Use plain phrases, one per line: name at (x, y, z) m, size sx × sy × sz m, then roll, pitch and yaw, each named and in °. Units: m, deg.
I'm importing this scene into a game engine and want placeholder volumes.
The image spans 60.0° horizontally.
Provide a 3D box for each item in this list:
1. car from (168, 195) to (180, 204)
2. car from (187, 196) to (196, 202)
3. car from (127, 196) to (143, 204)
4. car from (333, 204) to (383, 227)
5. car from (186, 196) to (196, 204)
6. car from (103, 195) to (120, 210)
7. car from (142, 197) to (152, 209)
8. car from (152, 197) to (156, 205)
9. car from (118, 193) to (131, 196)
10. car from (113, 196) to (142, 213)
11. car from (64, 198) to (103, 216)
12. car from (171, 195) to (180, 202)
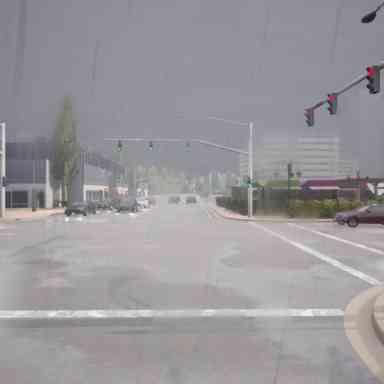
car at (-3.645, 1.547, 64.507) m, size 2.033 × 1.411 × 5.357 m, roll 0°, pitch 0°, yaw 0°
car at (-0.168, 1.468, 74.820) m, size 1.895 × 1.301 × 4.718 m, roll 0°, pitch 0°, yaw 0°
car at (-10.691, 1.547, 62.766) m, size 2.033 × 1.411 × 5.357 m, roll 0°, pitch 0°, yaw 1°
car at (11.757, 1.526, 21.874) m, size 4.674 × 1.442 × 1.812 m, roll 0°, pitch 0°, yaw 1°
car at (-0.145, 1.491, 64.515) m, size 2.128 × 1.511 × 4.902 m, roll 0°, pitch 0°, yaw 0°
car at (-10.693, 1.505, 42.083) m, size 1.837 × 1.490 × 4.892 m, roll 0°, pitch 0°, yaw 0°
car at (-7.199, 1.526, 46.807) m, size 1.812 × 1.442 × 4.674 m, roll 0°, pitch 0°, yaw 0°
car at (-7.209, 1.564, 56.767) m, size 1.994 × 1.385 × 4.181 m, roll 0°, pitch 0°, yaw 0°
car at (-10.715, 1.221, 52.069) m, size 2.150 × 2.045 × 5.566 m, roll 0°, pitch 0°, yaw 0°
car at (-7.185, 1.505, 37.621) m, size 1.837 × 1.490 × 4.892 m, roll 0°, pitch 0°, yaw 0°
car at (-10.673, 1.547, 32.527) m, size 2.033 × 1.411 × 5.357 m, roll 0°, pitch 0°, yaw 0°
car at (-3.668, 1.425, 74.780) m, size 1.994 × 1.385 × 4.181 m, roll 0°, pitch 0°, yaw 0°
